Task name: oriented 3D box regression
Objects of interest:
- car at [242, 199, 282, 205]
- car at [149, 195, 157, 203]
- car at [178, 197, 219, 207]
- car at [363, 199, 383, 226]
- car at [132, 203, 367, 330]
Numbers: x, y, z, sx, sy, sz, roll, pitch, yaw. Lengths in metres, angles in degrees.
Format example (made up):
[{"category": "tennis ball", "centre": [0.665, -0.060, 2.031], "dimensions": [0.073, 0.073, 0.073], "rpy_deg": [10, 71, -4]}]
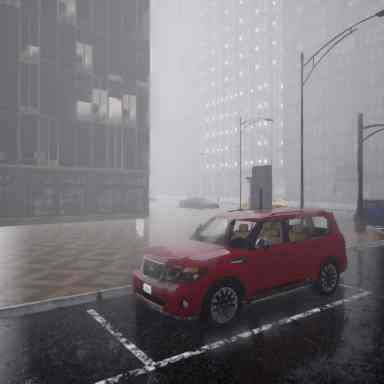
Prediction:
[{"category": "car", "centre": [7.080, 1.211, 32.346], "dimensions": [1.882, 1.535, 5.008], "rpy_deg": [0, 1, -37]}, {"category": "car", "centre": [-7.328, 1.034, 51.877], "dimensions": [1.895, 1.301, 4.718], "rpy_deg": [0, 1, -36]}, {"category": "car", "centre": [0.647, 1.195, 35.569], "dimensions": [2.033, 1.411, 5.357], "rpy_deg": [0, 1, -37]}, {"category": "car", "centre": [11.880, 1.244, 19.201], "dimensions": [2.097, 1.767, 4.553], "rpy_deg": [0, 1, -27]}, {"category": "car", "centre": [1.290, 1.315, 7.095], "dimensions": [5.009, 1.841, 2.192], "rpy_deg": [0, 0, -35]}]
